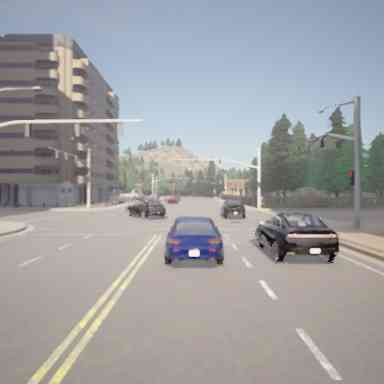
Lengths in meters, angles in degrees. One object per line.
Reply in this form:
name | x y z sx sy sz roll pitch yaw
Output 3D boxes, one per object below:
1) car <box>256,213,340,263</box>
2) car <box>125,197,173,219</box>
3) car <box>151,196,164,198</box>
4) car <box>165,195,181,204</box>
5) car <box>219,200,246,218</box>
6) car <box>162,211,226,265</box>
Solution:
car | 3.577 1.496 12.031 2.128 1.511 4.902 0 0 0
car | -4.092 1.464 28.693 2.128 1.511 4.902 1 0 -36
car | -7.015 1.515 62.448 2.128 1.511 4.902 0 0 1
car | -3.509 1.623 62.341 1.895 1.301 4.718 0 0 1
car | 3.595 1.485 29.703 1.837 1.490 4.892 0 0 0
car | 0.075 1.530 11.542 1.812 1.442 4.674 0 0 0
